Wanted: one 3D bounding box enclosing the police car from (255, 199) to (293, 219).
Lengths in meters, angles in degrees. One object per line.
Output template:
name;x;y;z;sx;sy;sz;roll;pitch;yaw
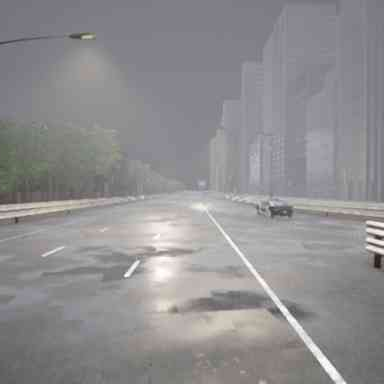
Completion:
police car;7.239;1.453;30.065;1.930;1.638;5.238;0;0;-10
